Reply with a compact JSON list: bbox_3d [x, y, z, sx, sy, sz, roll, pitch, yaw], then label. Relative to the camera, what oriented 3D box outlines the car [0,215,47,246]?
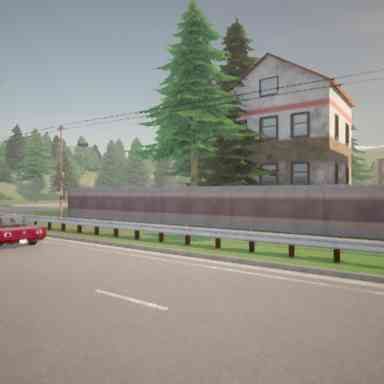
[{"bbox_3d":[-8.293,1.614,14.084,4.718,1.301,1.895,0,0,36],"label":"car"}]
